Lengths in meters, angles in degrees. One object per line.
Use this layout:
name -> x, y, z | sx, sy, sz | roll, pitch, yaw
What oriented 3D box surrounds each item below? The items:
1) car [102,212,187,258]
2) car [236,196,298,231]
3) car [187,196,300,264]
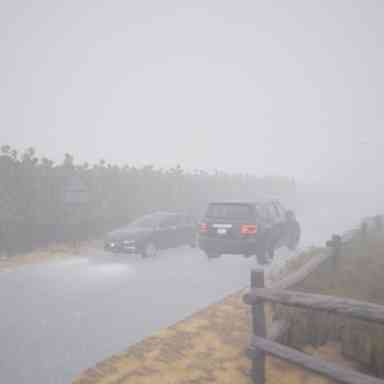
car -> -1.335, 1.597, 13.403 | 1.837, 1.490, 4.892 | -1, -1, 35
car -> 5.249, 1.315, 22.634 | 2.150, 2.045, 5.566 | -1, 0, 36
car -> 2.310, 1.281, 12.312 | 2.150, 2.045, 5.566 | -1, 0, 32
